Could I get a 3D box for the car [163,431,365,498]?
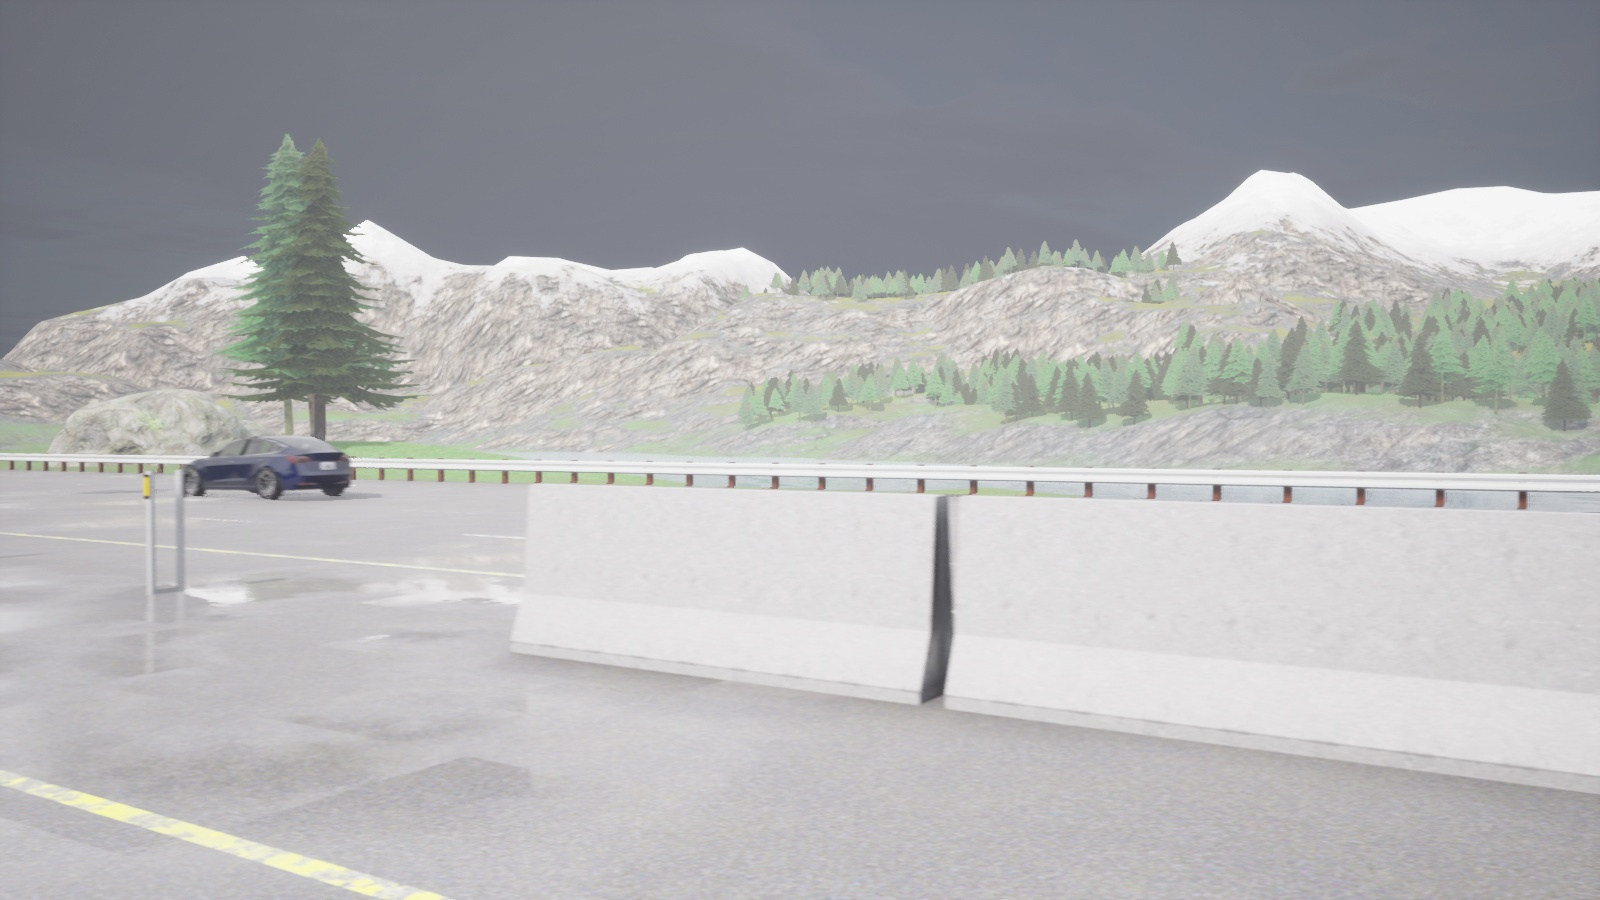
[{"bbox_3d":[-13.008,0.290,30.392,4.792,1.488,2.163,1,1,33],"label":"car"}]
